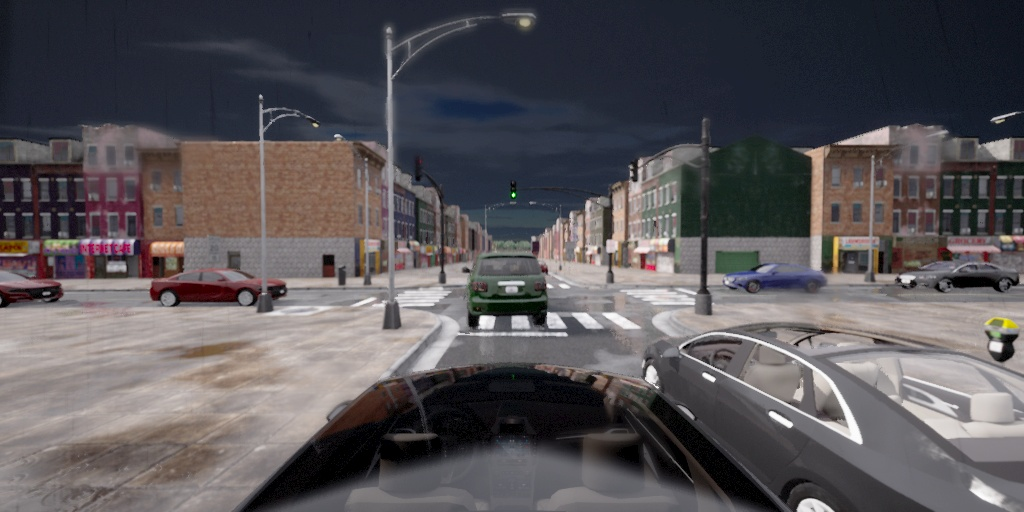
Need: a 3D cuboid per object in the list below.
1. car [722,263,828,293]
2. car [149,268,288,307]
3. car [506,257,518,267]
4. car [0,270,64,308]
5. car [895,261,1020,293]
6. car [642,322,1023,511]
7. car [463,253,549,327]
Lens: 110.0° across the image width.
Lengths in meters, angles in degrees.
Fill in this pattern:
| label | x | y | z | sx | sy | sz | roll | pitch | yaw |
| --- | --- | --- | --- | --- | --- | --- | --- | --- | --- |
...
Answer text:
| label | x | y | z | sx | sy | sz | roll | pitch | yaw |
| --- | --- | --- | --- | --- | --- | --- | --- | --- | --- |
| car | 13.278 | 1.076 | 18.219 | 4.674 | 1.442 | 1.812 | 0 | 1 | 1 |
| car | -12.325 | 1.268 | 15.273 | 5.008 | 1.535 | 1.882 | 0 | 1 | -1 |
| car | 0.016 | 0.955 | 60.494 | 1.837 | 1.490 | 4.892 | 0 | 0 | 0 |
| car | -22.315 | 1.345 | 15.272 | 5.008 | 1.535 | 1.882 | -1 | 1 | 0 |
| car | 22.439 | 1.003 | 18.192 | 4.902 | 1.511 | 2.128 | 0 | 1 | 0 |
| car | 2.637 | 1.292 | 3.312 | 2.007 | 1.370 | 4.403 | 0 | 0 | 0 |
| car | -0.380 | 0.924 | 11.504 | 2.150 | 2.045 | 5.566 | 0 | 0 | -8 |
